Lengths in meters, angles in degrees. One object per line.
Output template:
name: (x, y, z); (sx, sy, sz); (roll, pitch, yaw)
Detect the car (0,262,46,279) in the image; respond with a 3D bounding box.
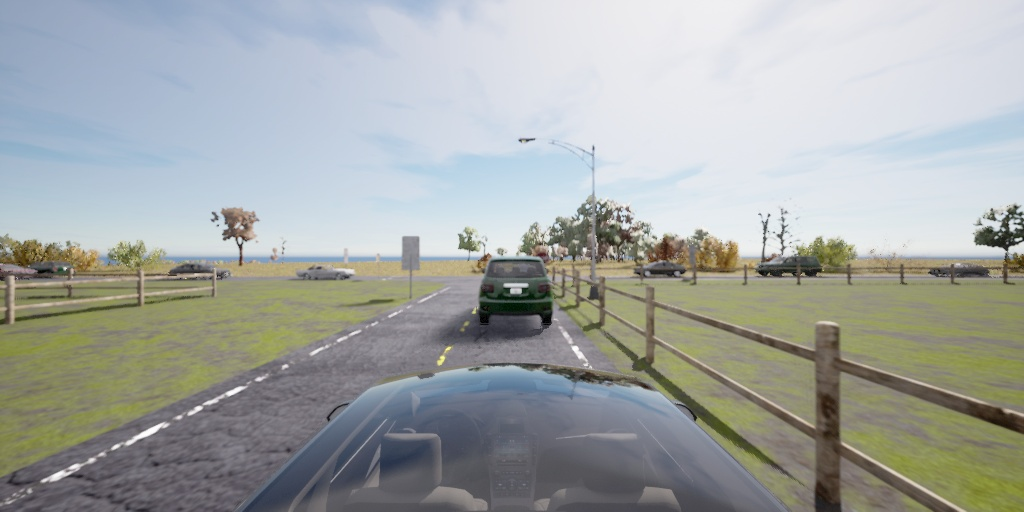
car: (-47.077, 1.503, 33.338); (4.674, 1.442, 1.812); (0, 0, 1)

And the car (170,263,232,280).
car: (-28.667, 1.426, 33.108); (4.892, 1.490, 1.837); (0, 0, 1)

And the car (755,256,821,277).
car: (27.303, 1.011, 35.520); (5.566, 2.045, 2.150); (0, 0, 1)

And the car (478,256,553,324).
car: (0.115, 1.007, 12.232); (2.150, 2.045, 5.566); (0, 0, 0)

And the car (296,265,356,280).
car: (-17.048, 1.489, 32.993); (4.718, 1.301, 1.895); (0, 0, 1)

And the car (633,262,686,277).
car: (14.608, 1.318, 35.642); (4.892, 1.490, 1.837); (0, 0, 1)

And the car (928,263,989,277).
car: (43.886, 1.338, 35.312); (4.181, 1.385, 1.994); (0, 0, 1)

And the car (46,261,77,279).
car: (-47.100, 1.337, 36.185); (4.553, 1.767, 2.097); (0, 0, 1)
